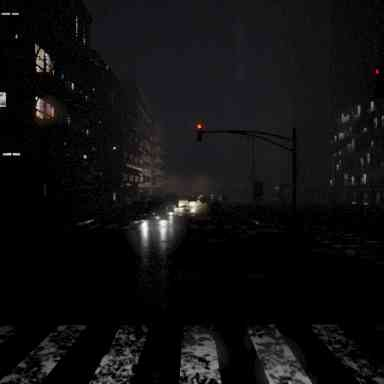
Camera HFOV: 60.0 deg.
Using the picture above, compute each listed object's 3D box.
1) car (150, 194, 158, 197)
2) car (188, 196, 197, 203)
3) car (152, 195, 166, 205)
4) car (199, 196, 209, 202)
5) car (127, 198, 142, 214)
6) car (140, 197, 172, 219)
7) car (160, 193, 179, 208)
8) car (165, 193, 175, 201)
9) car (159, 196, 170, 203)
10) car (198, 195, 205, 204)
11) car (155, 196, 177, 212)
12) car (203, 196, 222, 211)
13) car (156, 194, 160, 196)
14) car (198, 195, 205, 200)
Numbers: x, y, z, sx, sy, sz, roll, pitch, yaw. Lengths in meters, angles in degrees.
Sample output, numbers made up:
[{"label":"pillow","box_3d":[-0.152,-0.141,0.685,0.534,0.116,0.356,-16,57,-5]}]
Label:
[{"label":"car","box_3d":[-5.694,1.436,40.961,1.967,1.590,4.097,-1,0,0]},{"label":"car","box_3d":[0.118,1.549,69.735,2.033,1.411,5.357,0,0,0]},{"label":"car","box_3d":[-5.690,1.439,57.907,1.967,1.590,4.097,-1,0,0]},{"label":"car","box_3d":[2.663,1.548,74.910,1.887,1.381,4.507,-1,0,0]},{"label":"car","box_3d":[-5.693,1.540,35.312,1.887,1.381,4.507,-1,0,0]},{"label":"car","box_3d":[-3.093,1.501,29.281,1.837,1.490,4.892,0,0,0]},{"label":"car","box_3d":[-3.079,1.218,49.382,2.150,2.045,5.566,0,0,0]},{"label":"car","box_3d":[-5.685,1.322,86.152,2.192,1.841,5.009,-1,0,0]},{"label":"car","box_3d":[-5.685,1.583,69.206,1.802,1.307,4.206,-1,0,0]},{"label":"car","box_3d":[2.660,1.551,63.612,2.008,1.369,4.403,-1,0,0]},{"label":"car","box_3d":[-3.087,1.521,39.035,1.812,1.442,4.674,0,0,0]},{"label":"car","box_3d":[2.655,1.540,41.016,1.887,1.381,4.507,-1,0,0]},{"label":"car","box_3d":[-5.693,1.312,52.259,2.192,1.841,5.009,-1,0,0]},{"label":"car","box_3d":[2.666,1.534,92.027,1.752,1.417,4.829,-1,0,0]}]
